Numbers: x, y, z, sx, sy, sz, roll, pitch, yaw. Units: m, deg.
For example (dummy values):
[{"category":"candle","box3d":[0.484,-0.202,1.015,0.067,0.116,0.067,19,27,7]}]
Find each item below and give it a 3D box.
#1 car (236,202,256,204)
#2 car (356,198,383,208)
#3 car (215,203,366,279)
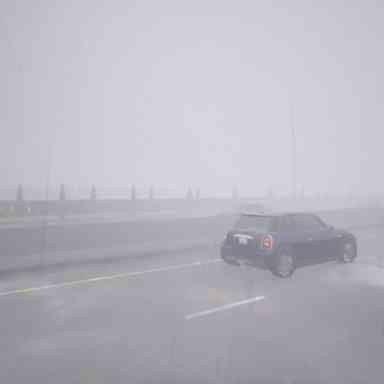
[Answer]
[{"category":"car","box3d":[3.810,1.504,24.075,4.892,1.490,1.837,0,0,-37]},{"category":"car","box3d":[22.736,1.506,42.706,4.892,1.490,1.837,1,0,-37]},{"category":"car","box3d":[3.112,1.352,10.301,4.553,1.767,2.097,0,0,-36]}]
